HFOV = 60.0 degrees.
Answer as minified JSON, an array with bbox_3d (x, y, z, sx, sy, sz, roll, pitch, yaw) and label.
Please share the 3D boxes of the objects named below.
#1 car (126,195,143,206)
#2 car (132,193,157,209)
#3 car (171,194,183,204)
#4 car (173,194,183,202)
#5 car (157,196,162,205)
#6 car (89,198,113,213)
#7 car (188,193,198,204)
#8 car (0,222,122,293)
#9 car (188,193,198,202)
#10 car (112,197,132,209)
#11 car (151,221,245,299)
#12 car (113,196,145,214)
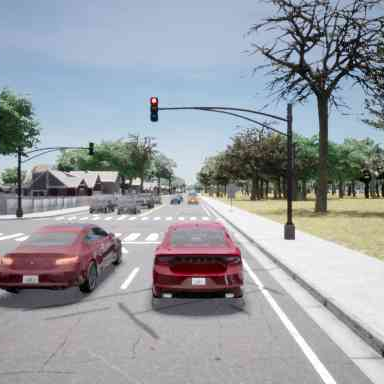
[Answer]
[{"bbox_3d":[-9.718,1.335,56.667,2.097,1.767,4.553,0,0,0],"label":"car"},{"bbox_3d":[-6.500,1.212,45.636,2.150,2.045,5.566,0,0,0],"label":"car"},{"bbox_3d":[-3.017,1.503,63.013,1.812,1.442,4.674,0,0,0],"label":"car"},{"bbox_3d":[-3.090,1.320,76.330,2.097,1.767,4.553,0,0,0],"label":"car"},{"bbox_3d":[-6.451,1.485,59.239,1.837,1.490,4.892,0,0,0],"label":"car"},{"bbox_3d":[-9.769,1.499,36.402,1.837,1.490,4.892,0,0,0],"label":"car"},{"bbox_3d":[0.233,1.454,63.013,1.882,1.535,5.008,0,0,0],"label":"car"},{"bbox_3d":[-3.132,1.525,8.741,1.812,1.442,4.674,0,0,0],"label":"car"},{"bbox_3d":[0.160,1.190,76.359,2.150,2.045,5.566,0,0,0],"label":"car"},{"bbox_3d":[-9.744,1.515,46.667,1.812,1.442,4.674,0,0,0],"label":"car"},{"bbox_3d":[0.115,1.477,8.531,1.882,1.535,5.008,0,0,0],"label":"car"},{"bbox_3d":[-6.524,1.499,34.892,1.837,1.490,4.892,0,0,0],"label":"car"}]
